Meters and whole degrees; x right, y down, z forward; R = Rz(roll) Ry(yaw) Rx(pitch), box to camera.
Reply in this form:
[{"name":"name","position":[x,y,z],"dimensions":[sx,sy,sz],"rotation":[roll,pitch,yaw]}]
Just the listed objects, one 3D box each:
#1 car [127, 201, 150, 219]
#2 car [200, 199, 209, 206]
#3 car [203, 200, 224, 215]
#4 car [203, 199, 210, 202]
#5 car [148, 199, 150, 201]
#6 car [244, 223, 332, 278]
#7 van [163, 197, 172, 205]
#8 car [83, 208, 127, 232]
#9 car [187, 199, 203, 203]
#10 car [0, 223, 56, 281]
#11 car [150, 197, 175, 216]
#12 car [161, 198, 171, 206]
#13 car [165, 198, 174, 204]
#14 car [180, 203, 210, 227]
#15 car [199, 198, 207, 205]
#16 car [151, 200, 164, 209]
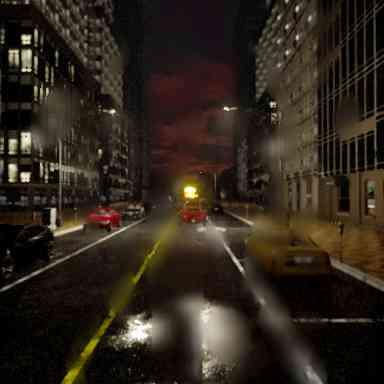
[{"name":"car","position":[-5.696,1.856,32.962],"dimensions":[2.008,1.369,4.403],"rotation":[0,-1,0]},{"name":"car","position":[2.673,2.236,72.793],"dimensions":[1.802,1.307,4.206],"rotation":[0,0,0]},{"name":"car","position":[2.683,1.922,38.643],"dimensions":[1.947,1.339,4.313],"rotation":[0,-1,0]},{"name":"car","position":[2.677,1.996,61.410],"dimensions":[1.967,1.590,4.097],"rotation":[0,0,0]},{"name":"car","position":[-5.699,1.952,44.346],"dimensions":[1.887,1.381,4.507],"rotation":[0,-1,0]},{"name":"car","position":[2.692,1.624,10.353],"dimensions":[1.752,1.417,4.829],"rotation":[0,-1,0]},{"name":"van","position":[-5.708,2.044,78.500],"dimensions":[1.690,1.788,3.998],"rotation":[0,0,0]},{"name":"car","position":[-5.692,1.784,21.576],"dimensions":[1.802,1.307,4.206],"rotation":[0,-1,0]},{"name":"car","position":[0.089,1.885,41.411],"dimensions":[1.837,1.490,4.892],"rotation":[0,-1,0]},{"name":"car","position":[-5.689,1.664,10.194],"dimensions":[1.947,1.339,4.313],"rotation":[0,-1,0]},{"name":"car","position":[-3.068,1.693,37.074],"dimensions":[2.097,1.767,4.553],"rotation":[0,0,0]},{"name":"car","position":[-5.707,2.094,72.806],"dimensions":[1.967,1.590,4.097],"rotation":[0,0,0]},{"name":"car","position":[-5.711,2.317,84.190],"dimensions":[1.947,1.339,4.313],"rotation":[0,0,0]},{"name":"car","position":[0.090,1.754,24.435],"dimensions":[1.812,1.442,4.674],"rotation":[0,-1,0]},{"name":"car","position":[2.671,2.229,78.656],"dimensions":[1.752,1.417,4.829],"rotation":[0,0,0]},{"name":"car","position":[-5.703,2.089,55.730],"dimensions":[1.802,1.307,4.206],"rotation":[0,-1,0]}]
